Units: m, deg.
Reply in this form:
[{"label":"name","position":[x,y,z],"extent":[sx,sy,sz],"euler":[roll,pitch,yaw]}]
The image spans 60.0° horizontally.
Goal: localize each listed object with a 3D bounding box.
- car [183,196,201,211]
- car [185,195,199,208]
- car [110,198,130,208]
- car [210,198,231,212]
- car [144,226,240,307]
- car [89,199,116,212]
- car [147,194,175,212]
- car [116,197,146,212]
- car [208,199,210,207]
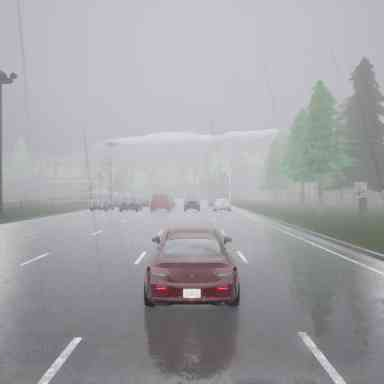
[{"label":"car","position":[0.005,1.505,39.991],"extent":[1.837,1.490,4.892],"euler":[0,0,0]},{"label":"car","position":[-0.003,1.352,50.092],"extent":[2.097,1.767,4.553],"euler":[0,0,0]},{"label":"car","position":[-10.504,1.564,48.943],"extent":[1.994,1.385,4.181],"euler":[0,0,0]},{"label":"car","position":[3.497,1.526,39.050],"extent":[1.812,1.442,4.674],"euler":[0,0,0]},{"label":"car","position":[-0.003,1.526,7.849],"extent":[1.812,1.442,4.674],"euler":[0,0,0]},{"label":"car","position":[-10.504,1.601,39.030],"extent":[1.895,1.301,4.718],"euler":[0,0,0]},{"label":"car","position":[-3.507,1.221,38.575],"extent":[2.150,2.045,5.566],"euler":[0,0,0]},{"label":"car","position":[-7.008,1.352,38.664],"extent":[2.097,1.767,4.553],"euler":[0,0,0]},{"label":"car","position":[3.488,1.564,49.344],"extent":[1.994,1.385,4.181],"euler":[0,0,1]}]
